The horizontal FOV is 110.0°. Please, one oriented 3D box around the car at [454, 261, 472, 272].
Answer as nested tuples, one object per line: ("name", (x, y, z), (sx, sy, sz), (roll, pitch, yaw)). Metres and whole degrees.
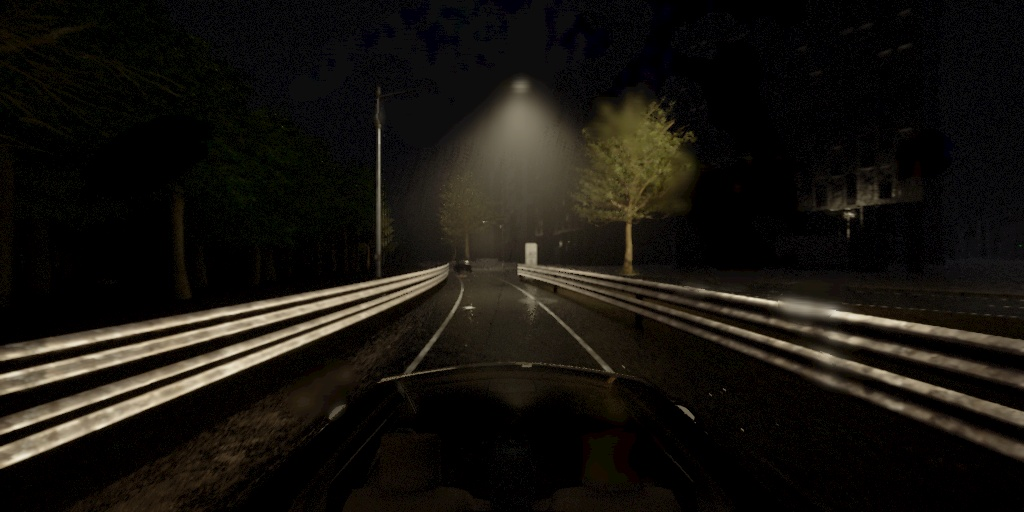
("car", (-6.595, 1.374, 47.845), (2.128, 1.511, 4.902), (0, 0, -16))
